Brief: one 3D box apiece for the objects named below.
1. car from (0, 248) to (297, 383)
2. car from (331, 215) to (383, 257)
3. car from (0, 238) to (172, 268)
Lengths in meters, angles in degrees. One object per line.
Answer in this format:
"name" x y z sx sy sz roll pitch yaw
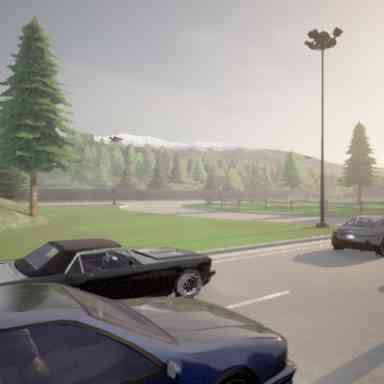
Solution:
"car" -1.513 1.549 2.674 5.357 1.411 2.033 0 0 -36
"car" 7.493 1.628 13.415 4.181 1.385 1.994 0 0 -35
"car" -1.814 1.612 6.752 4.718 1.301 1.895 0 0 -35
